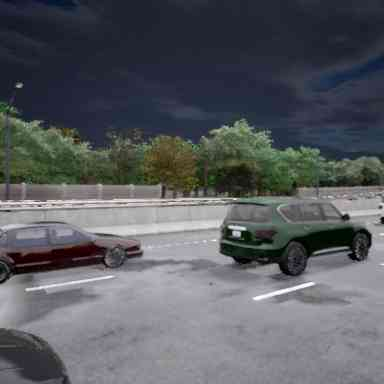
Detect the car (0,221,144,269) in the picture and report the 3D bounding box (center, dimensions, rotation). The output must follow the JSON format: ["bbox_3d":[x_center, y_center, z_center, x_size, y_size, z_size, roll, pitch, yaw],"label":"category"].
[{"bbox_3d":[-4.100,1.543,9.420,5.357,1.411,2.033,0,0,-36],"label":"car"}]

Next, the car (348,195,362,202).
[{"bbox_3d":[37.951,1.457,77.361,1.994,1.385,4.181,1,1,38],"label":"car"}]

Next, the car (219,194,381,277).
[{"bbox_3d":[3.379,1.203,10.455,5.566,2.045,2.150,0,0,-35],"label":"car"}]

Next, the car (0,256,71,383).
[{"bbox_3d":[-3.135,1.508,1.632,4.892,1.490,1.837,0,0,-35],"label":"car"}]

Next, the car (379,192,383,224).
[{"bbox_3d":[15.145,1.170,23.147,5.566,2.045,2.150,0,0,-36],"label":"car"}]
